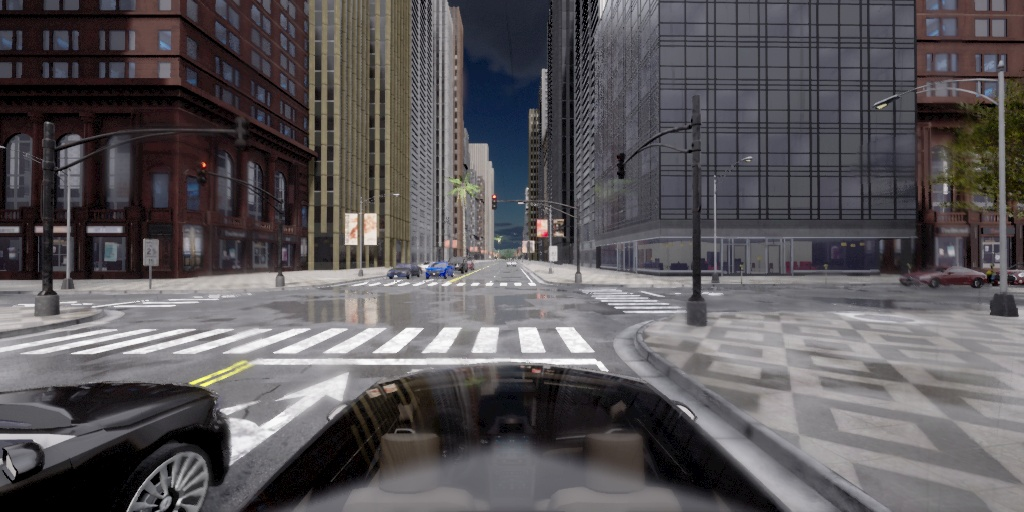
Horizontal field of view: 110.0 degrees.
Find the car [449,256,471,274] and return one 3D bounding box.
[{"bbox_3d":[-6.678,1.066,43.633,2.150,2.045,5.566,0,0,0],"label":"car"}]

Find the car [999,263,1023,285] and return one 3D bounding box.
[{"bbox_3d":[32.064,1.117,22.086,4.097,1.591,1.967,0,0,-1],"label":"car"}]

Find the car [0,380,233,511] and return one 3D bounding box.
[{"bbox_3d":[-3.137,1.241,0.886,2.128,1.511,4.902,0,0,-1],"label":"car"}]

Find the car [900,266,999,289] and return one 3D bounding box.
[{"bbox_3d":[26.426,1.275,21.987,4.207,1.307,1.802,0,0,-1],"label":"car"}]

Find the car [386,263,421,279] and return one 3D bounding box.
[{"bbox_3d":[-9.878,1.360,33.493,2.033,1.411,5.357,0,0,3],"label":"car"}]

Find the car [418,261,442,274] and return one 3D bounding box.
[{"bbox_3d":[-9.933,1.370,43.680,1.812,1.442,4.674,0,0,0],"label":"car"}]

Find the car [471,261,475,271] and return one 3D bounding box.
[{"bbox_3d":[-6.681,1.410,53.923,1.812,1.442,4.674,0,0,0],"label":"car"}]

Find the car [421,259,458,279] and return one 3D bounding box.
[{"bbox_3d":[-6.658,1.290,33.525,1.882,1.535,5.008,0,0,2],"label":"car"}]
